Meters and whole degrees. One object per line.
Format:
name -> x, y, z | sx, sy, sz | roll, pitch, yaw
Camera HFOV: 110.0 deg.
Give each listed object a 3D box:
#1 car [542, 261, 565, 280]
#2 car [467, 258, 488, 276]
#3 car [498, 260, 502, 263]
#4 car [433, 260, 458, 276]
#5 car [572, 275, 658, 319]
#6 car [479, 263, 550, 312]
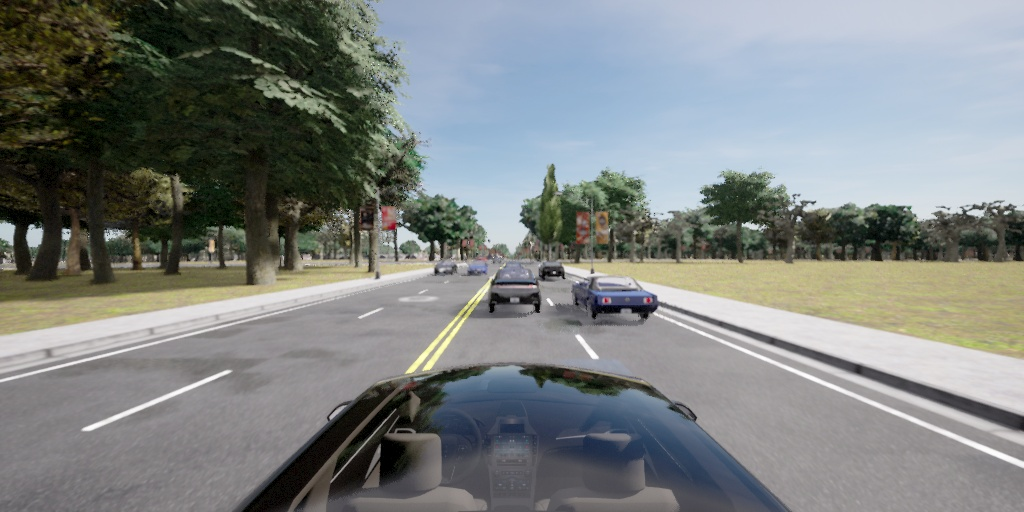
car -> 3.350, 1.163, 30.893 | 1.882, 1.535, 5.008 | 0, 0, 0
car -> -3.341, 1.202, 35.706 | 1.812, 1.442, 4.674 | 0, 0, 0
car -> 0.098, 1.252, 29.839 | 1.994, 1.385, 4.181 | 0, 0, 0
car -> -6.590, 1.167, 36.089 | 2.128, 1.511, 4.902 | 0, 0, 0
car -> 3.345, 1.324, 12.684 | 1.895, 1.301, 4.718 | 0, 0, 0
car -> 0.096, 1.212, 14.023 | 2.128, 1.511, 4.902 | 0, 0, 0
